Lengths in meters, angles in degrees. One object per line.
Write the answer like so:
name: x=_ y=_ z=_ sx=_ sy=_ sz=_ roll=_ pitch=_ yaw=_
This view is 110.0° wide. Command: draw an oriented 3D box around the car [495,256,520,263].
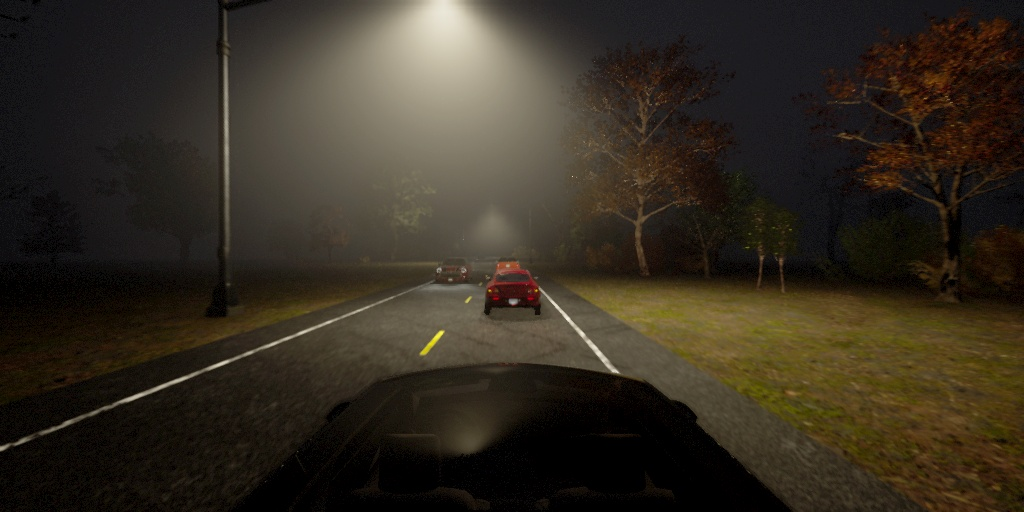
car: x=-0.392 y=0.801 z=31.708 sx=2.097 sy=1.767 sz=4.553 roll=0 pitch=1 yaw=-2

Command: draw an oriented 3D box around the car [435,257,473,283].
car: x=-3.890 y=0.879 z=24.617 sx=2.097 sy=1.767 sz=4.553 roll=0 pitch=1 yaw=-1

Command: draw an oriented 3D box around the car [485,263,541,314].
car: x=0.014 y=1.166 z=13.015 sx=1.812 sy=1.442 sz=4.674 roll=0 pitch=1 yaw=-1
